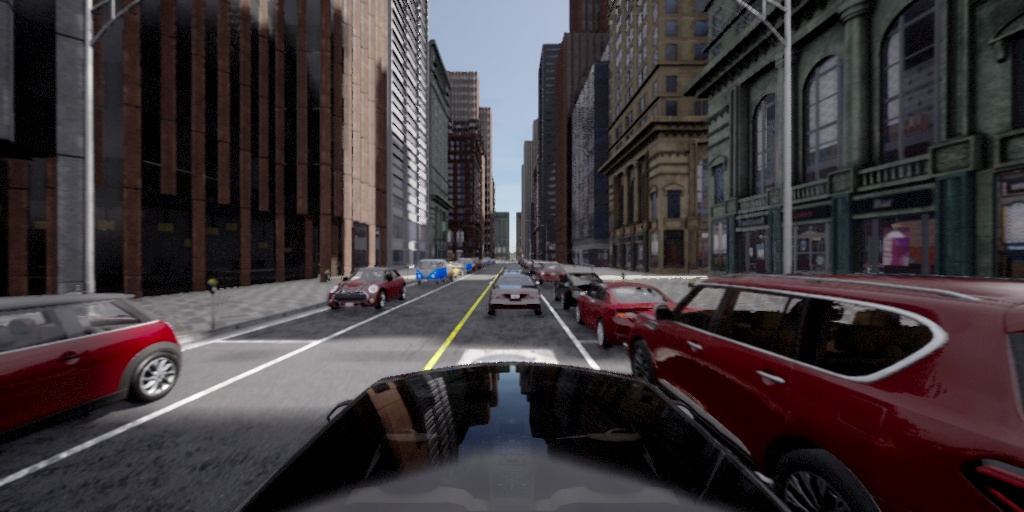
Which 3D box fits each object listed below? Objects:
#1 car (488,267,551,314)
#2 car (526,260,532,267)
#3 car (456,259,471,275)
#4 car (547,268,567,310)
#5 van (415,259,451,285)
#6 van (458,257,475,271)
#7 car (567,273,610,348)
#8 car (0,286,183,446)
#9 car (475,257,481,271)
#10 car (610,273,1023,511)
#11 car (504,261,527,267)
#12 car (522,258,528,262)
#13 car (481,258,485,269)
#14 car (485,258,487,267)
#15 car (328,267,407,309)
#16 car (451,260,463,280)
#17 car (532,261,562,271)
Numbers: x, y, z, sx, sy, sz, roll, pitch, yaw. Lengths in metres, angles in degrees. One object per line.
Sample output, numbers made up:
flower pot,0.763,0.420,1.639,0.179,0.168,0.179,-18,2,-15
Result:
car,0.097,1.312,13.721,2.033,1.411,5.357,0,0,0
car,2.755,1.361,37.274,1.948,1.339,4.313,0,0,0
car,-5.770,1.345,37.265,2.007,1.370,4.403,0,0,0
car,2.759,1.331,14.730,1.948,1.339,4.313,0,0,0
van,-5.768,1.120,25.993,1.690,1.789,3.998,0,0,0
van,-5.771,1.144,42.902,1.690,1.789,3.998,0,0,0
car,2.761,1.304,9.093,1.888,1.381,4.507,0,0,0
car,-5.763,1.192,3.446,1.967,1.591,4.097,0,0,0
car,-5.772,1.253,48.538,1.967,1.591,4.097,0,0,0
car,2.762,1.067,3.457,2.192,1.841,5.009,0,0,0
car,0.093,1.388,31.920,1.895,1.301,4.718,0,0,0
car,2.752,1.404,54.183,1.802,1.307,4.207,0,0,0
car,-5.773,1.137,54.175,2.192,1.841,5.009,0,0,0
car,-5.774,1.397,59.812,1.948,1.339,4.313,0,0,0
car,-5.766,1.205,14.720,1.967,1.591,4.097,0,0,0
car,-5.769,1.312,31.459,1.751,1.417,4.829,0,0,0
car,2.757,1.219,26.001,1.967,1.591,4.097,0,0,0
